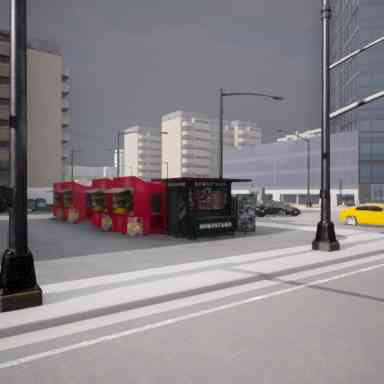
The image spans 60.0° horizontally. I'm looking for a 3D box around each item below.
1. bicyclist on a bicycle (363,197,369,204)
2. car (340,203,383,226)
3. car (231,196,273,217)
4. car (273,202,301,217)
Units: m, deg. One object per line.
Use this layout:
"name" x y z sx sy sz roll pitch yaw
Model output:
"bicyclist on a bicycle" 22.232 1.465 42.453 1.656 1.620 0.582 0 0 -36
"car" 12.396 1.535 21.953 1.882 1.535 5.008 0 0 -36
"car" 4.807 1.409 32.455 2.150 2.045 5.566 0 0 -36
"car" 8.651 1.735 33.116 1.994 1.385 4.181 0 -1 -36
